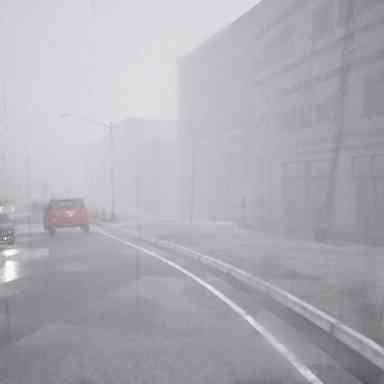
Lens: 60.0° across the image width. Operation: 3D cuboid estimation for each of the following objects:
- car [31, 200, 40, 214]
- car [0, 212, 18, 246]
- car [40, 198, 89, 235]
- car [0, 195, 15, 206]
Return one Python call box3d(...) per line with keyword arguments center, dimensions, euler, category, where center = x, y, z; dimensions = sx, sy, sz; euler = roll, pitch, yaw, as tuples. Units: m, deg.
box3d(center=(-17.755, 1.667, 39.120), dimensions=(1.882, 1.535, 5.008), euler=(-2, 2, -28), category="car")
box3d(center=(-9.687, 1.762, 16.220), dimensions=(1.837, 1.490, 4.892), euler=(-2, 0, -28), category="car")
box3d(center=(-7.861, 1.383, 20.604), dimensions=(2.150, 2.045, 5.566), euler=(-2, 0, -27), category="car")
box3d(center=(-28.973, 1.201, 52.292), dimensions=(1.882, 1.535, 5.008), euler=(-2, 4, -28), category="car")
